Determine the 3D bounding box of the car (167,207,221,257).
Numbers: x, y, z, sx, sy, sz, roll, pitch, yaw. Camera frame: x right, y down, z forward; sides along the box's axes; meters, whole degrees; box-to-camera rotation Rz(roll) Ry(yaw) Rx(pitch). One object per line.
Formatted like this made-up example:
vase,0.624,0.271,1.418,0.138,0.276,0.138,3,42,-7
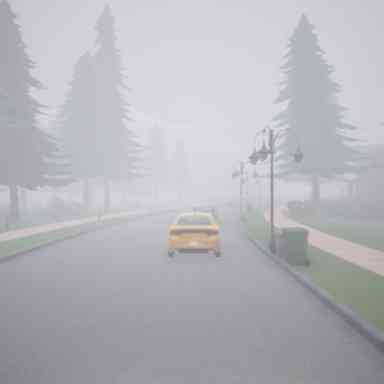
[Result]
car,0.145,1.556,13.358,1.882,1.535,5.008,0,-1,2

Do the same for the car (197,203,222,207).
car,1.110,1.756,26.639,1.895,1.301,4.718,0,0,9

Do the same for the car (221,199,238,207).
car,6.693,1.944,59.111,1.895,1.301,4.718,0,0,25
